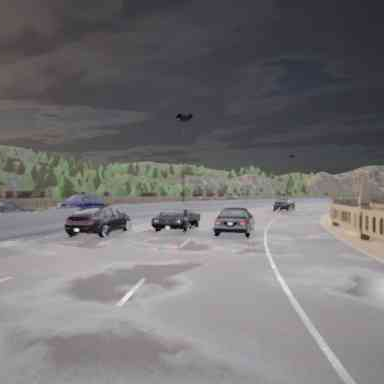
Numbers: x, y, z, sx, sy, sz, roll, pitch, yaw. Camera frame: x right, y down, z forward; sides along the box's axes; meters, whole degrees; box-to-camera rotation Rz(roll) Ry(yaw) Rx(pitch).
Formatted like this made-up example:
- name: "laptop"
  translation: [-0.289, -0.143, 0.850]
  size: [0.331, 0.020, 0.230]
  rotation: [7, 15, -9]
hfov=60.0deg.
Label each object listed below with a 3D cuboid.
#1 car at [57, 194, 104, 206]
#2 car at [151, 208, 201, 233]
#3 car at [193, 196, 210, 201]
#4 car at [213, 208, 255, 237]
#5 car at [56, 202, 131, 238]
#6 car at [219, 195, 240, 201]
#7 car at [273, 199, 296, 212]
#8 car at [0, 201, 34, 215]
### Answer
- name: "car"
  translation: [-11.258, 1.255, 34.059]
  size: [2.150, 2.045, 5.566]
  rotation: [0, 0, 20]
- name: "car"
  translation: [-0.781, 1.620, 19.928]
  size: [1.895, 1.301, 4.718]
  rotation: [0, 0, 13]
- name: "car"
  translation: [1.973, 1.428, 65.994]
  size: [1.812, 1.442, 4.674]
  rotation: [0, 0, 32]
- name: "car"
  translation: [2.413, 1.573, 18.373]
  size: [2.033, 1.411, 5.357]
  rotation: [0, 0, 13]
- name: "car"
  translation: [-4.831, 1.505, 17.694]
  size: [1.837, 1.490, 4.892]
  rotation: [0, 0, 12]
- name: "car"
  translation: [6.817, 1.558, 60.547]
  size: [2.150, 2.045, 5.566]
  rotation: [0, 0, 32]
- name: "car"
  translation: [11.451, 1.631, 41.044]
  size: [1.837, 1.490, 4.892]
  rotation: [0, -1, 29]
- name: "car"
  translation: [-11.812, 1.485, 19.366]
  size: [1.837, 1.490, 4.892]
  rotation: [0, 0, 12]
